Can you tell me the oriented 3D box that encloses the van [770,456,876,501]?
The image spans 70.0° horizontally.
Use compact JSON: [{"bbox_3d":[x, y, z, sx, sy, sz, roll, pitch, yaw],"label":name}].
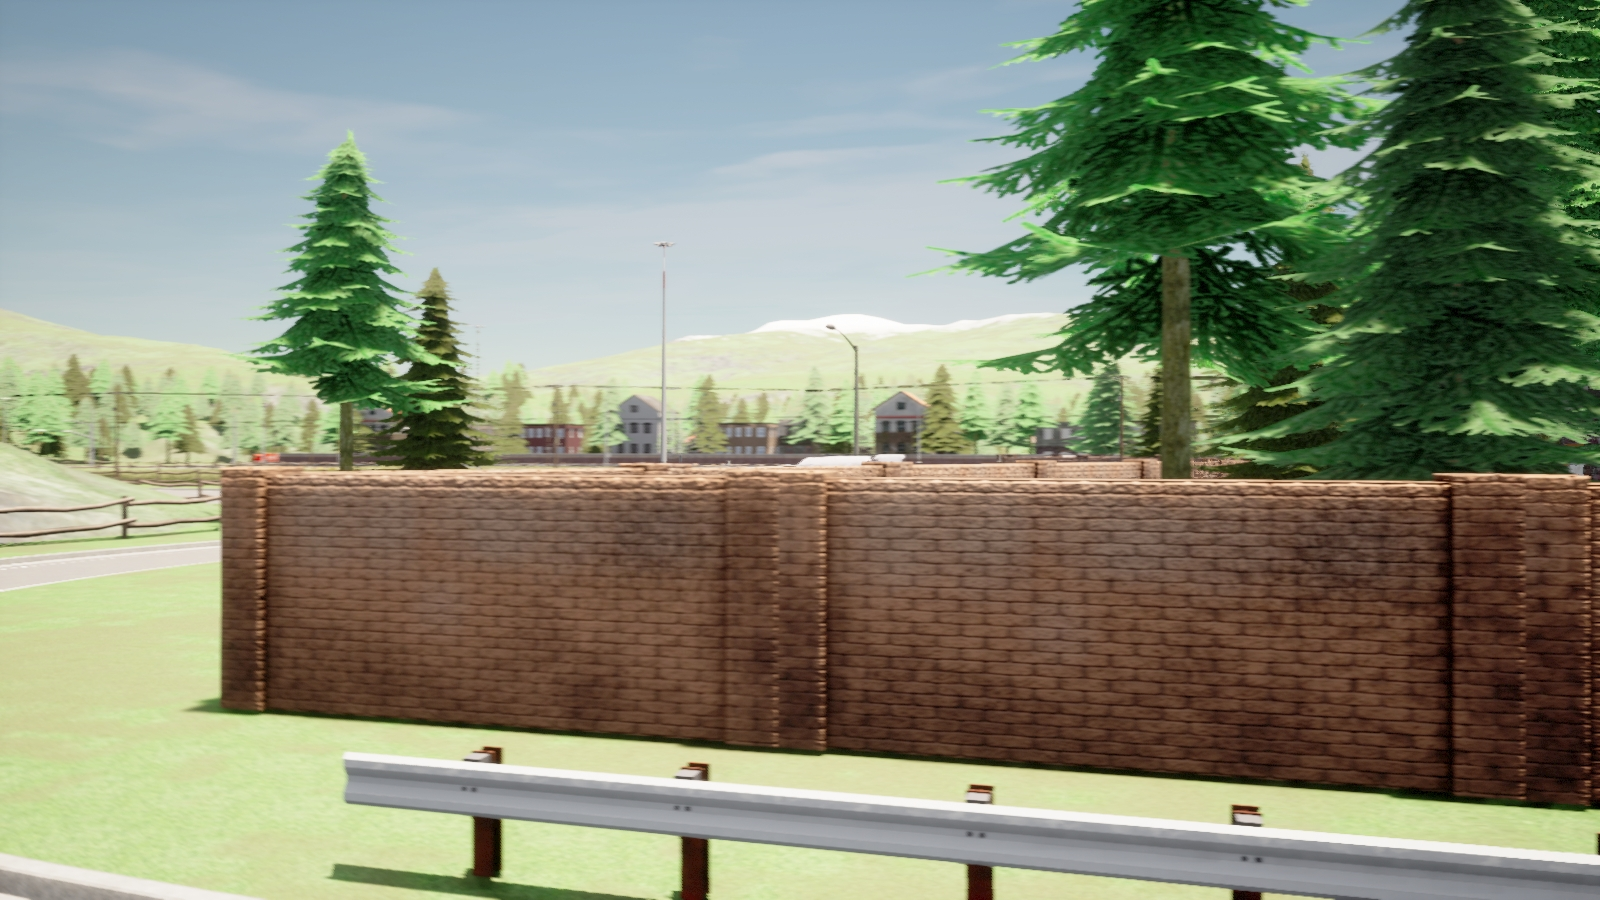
[{"bbox_3d":[1.356,1.687,67.476,5.915,2.561,1.988,-1,0,15],"label":"van"}]
